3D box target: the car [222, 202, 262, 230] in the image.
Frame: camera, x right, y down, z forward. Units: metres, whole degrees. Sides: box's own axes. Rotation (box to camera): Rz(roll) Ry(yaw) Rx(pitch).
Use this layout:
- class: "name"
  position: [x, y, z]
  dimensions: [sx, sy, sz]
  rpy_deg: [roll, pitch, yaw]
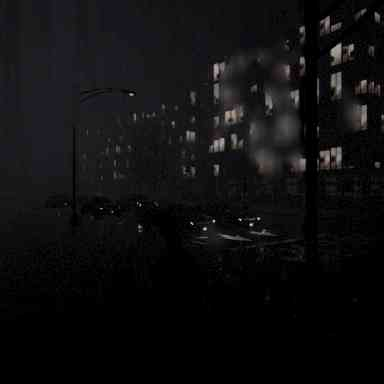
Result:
- class: "car"
  position: [1.576, 1.289, 19.667]
  dimensions: [2.033, 1.411, 5.357]
  rpy_deg: [0, 1, -36]

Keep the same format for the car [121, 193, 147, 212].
- class: "car"
  position: [-4.613, 0.911, 27.468]
  dimensions: [2.097, 1.767, 4.553]
  rpy_deg: [0, 1, -38]

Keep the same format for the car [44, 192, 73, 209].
- class: "car"
  position: [-13.242, 0.947, 33.193]
  dimensions: [1.994, 1.385, 4.181]
  rpy_deg: [0, 1, -38]

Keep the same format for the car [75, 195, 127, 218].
- class: "car"
  position: [-7.043, 1.092, 25.294]
  dimensions: [1.812, 1.442, 4.674]
  rpy_deg: [0, 1, -38]

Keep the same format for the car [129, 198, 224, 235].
- class: "car"
  position: [-1.030, 1.292, 17.668]
  dimensions: [2.033, 1.411, 5.357]
  rpy_deg: [0, 1, -38]

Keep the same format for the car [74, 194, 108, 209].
- class: "car"
  position: [-10.810, 0.976, 35.360]
  dimensions: [1.895, 1.301, 4.718]
  rpy_deg: [0, 1, -38]

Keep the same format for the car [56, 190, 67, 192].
- class: "car"
  position: [-25.406, 0.299, 64.824]
  dimensions: [1.812, 1.442, 4.674]
  rpy_deg: [0, 1, -38]
